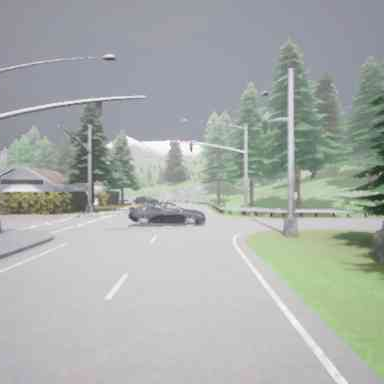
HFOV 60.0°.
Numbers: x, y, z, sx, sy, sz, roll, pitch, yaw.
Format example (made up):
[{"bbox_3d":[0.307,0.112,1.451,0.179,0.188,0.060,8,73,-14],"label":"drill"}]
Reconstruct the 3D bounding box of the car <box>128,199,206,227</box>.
[{"bbox_3d":[-1.595,1.437,21.275,4.902,1.511,2.128,1,0,0],"label":"car"}]

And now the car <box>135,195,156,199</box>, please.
[{"bbox_3d":[-7.654,1.262,55.619,4.181,1.385,1.994,0,0,40],"label":"car"}]
